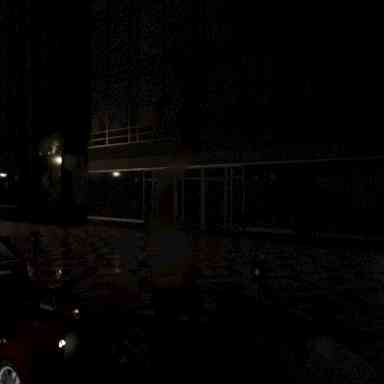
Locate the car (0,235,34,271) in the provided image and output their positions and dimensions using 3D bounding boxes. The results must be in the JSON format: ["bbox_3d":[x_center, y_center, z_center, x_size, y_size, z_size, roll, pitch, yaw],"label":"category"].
[{"bbox_3d":[-4.745,1.450,6.330,4.097,1.590,1.967,0,0,35],"label":"car"}]

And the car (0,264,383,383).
[{"bbox_3d":[-0.151,1.584,3.064,4.206,1.307,1.802,0,0,35],"label":"car"}]
